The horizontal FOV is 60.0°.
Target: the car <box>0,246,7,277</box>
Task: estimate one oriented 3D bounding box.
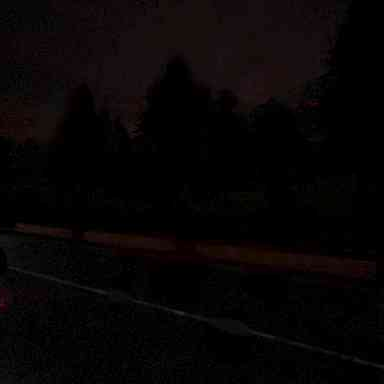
[{"bbox_3d":[-6.751,1.561,8.813,4.181,1.385,1.994,0,0,36],"label":"car"}]
